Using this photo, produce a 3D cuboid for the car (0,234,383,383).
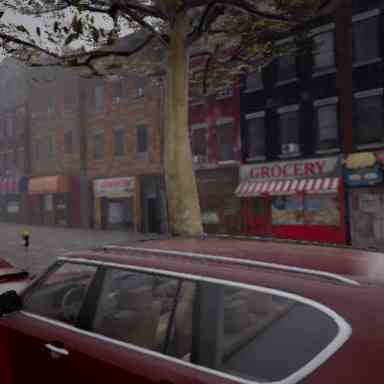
[{"bbox_3d":[-0.333,1.338,3.082,5.009,1.841,2.192,-1,-2,36],"label":"car"}]
